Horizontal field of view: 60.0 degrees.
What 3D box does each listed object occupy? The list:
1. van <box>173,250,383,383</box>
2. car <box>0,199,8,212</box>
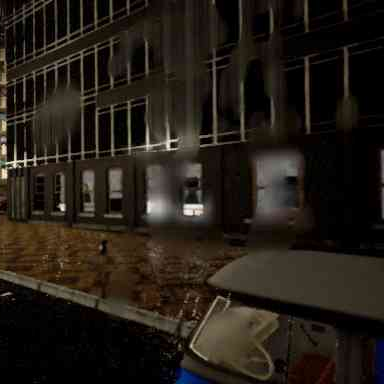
[{"bbox_3d":[1.690,1.344,1.692,3.998,1.788,1.690,0,-1,35],"label":"van"},{"bbox_3d":[-16.933,1.275,32.704,1.887,1.381,4.507,-1,0,36],"label":"car"}]
